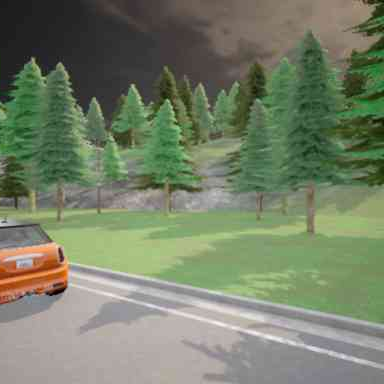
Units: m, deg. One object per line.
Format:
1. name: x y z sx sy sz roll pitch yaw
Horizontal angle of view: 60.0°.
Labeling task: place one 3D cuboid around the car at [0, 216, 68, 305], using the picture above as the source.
1. car: -4.855 1.372 7.453 4.553 1.767 2.097 0 0 35
